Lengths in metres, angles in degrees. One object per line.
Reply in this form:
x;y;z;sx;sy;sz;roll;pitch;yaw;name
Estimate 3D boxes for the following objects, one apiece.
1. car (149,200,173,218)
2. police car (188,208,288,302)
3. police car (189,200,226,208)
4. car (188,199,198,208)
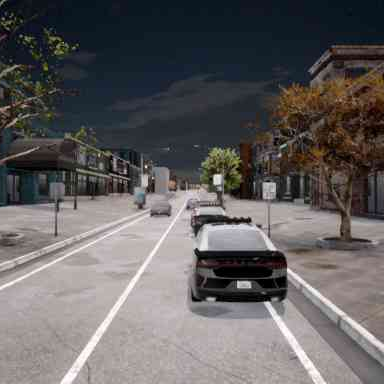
-2.881;1.569;31.622;1.837;1.490;4.892;0;0;0;car
0.931;1.441;8.465;1.930;1.638;5.238;0;0;0;police car
0.969;1.462;18.465;1.930;1.638;5.238;0;0;0;police car
0.991;1.400;24.325;2.097;1.767;4.553;0;0;0;car
